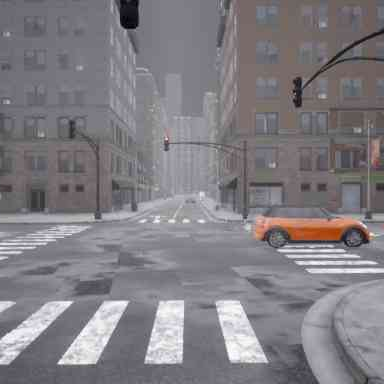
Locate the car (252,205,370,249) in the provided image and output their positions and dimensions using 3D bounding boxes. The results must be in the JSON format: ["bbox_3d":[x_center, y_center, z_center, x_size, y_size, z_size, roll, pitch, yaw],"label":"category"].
[{"bbox_3d":[4.910,1.321,13.988,4.553,1.767,2.097,0,0,-1],"label":"car"}]

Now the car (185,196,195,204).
[{"bbox_3d":[-0.337,1.650,63.739,1.895,1.301,4.718,0,0,0],"label":"car"}]

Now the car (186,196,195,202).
[{"bbox_3d":[-0.410,1.485,73.744,1.895,1.301,4.718,0,0,0],"label":"car"}]
